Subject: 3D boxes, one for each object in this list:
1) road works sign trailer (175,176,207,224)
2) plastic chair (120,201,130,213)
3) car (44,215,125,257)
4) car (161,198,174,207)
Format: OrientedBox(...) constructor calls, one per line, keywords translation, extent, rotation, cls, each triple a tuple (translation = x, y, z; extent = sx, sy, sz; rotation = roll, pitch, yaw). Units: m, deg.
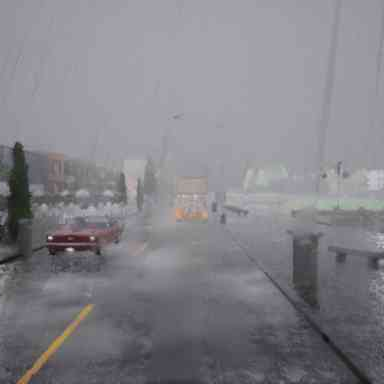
OrientedBox(translation=(0.002, 0.571, 25.889), extent=(2.380, 3.560, 2.880), rotation=(0, 0, 0), cls="road works sign trailer")
OrientedBox(translation=(-7.443, 1.658, 36.912), extent=(0.730, 1.271, 0.750), rotation=(0, 0, -40), cls="plastic chair")
OrientedBox(translation=(-4.100, 1.656, 13.438), extent=(1.895, 1.301, 4.718), rotation=(0, 0, 0), cls="car")
OrientedBox(translation=(-4.062, 1.719, 55.240), extent=(2.128, 1.511, 4.902), rotation=(0, 0, 0), cls="car")
